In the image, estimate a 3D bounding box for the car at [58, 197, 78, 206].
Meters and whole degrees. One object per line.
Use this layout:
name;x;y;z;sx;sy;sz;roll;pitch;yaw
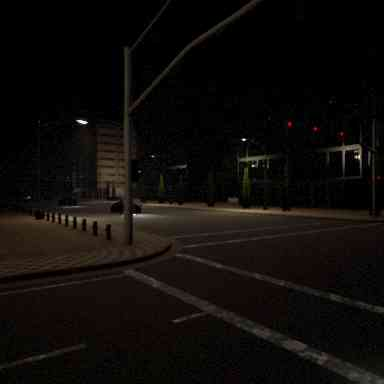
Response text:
car;-19.604;1.484;52.356;2.033;1.411;5.357;0;0;-35

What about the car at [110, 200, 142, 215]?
car;-6.669;1.501;33.556;1.994;1.385;4.181;0;0;-35
